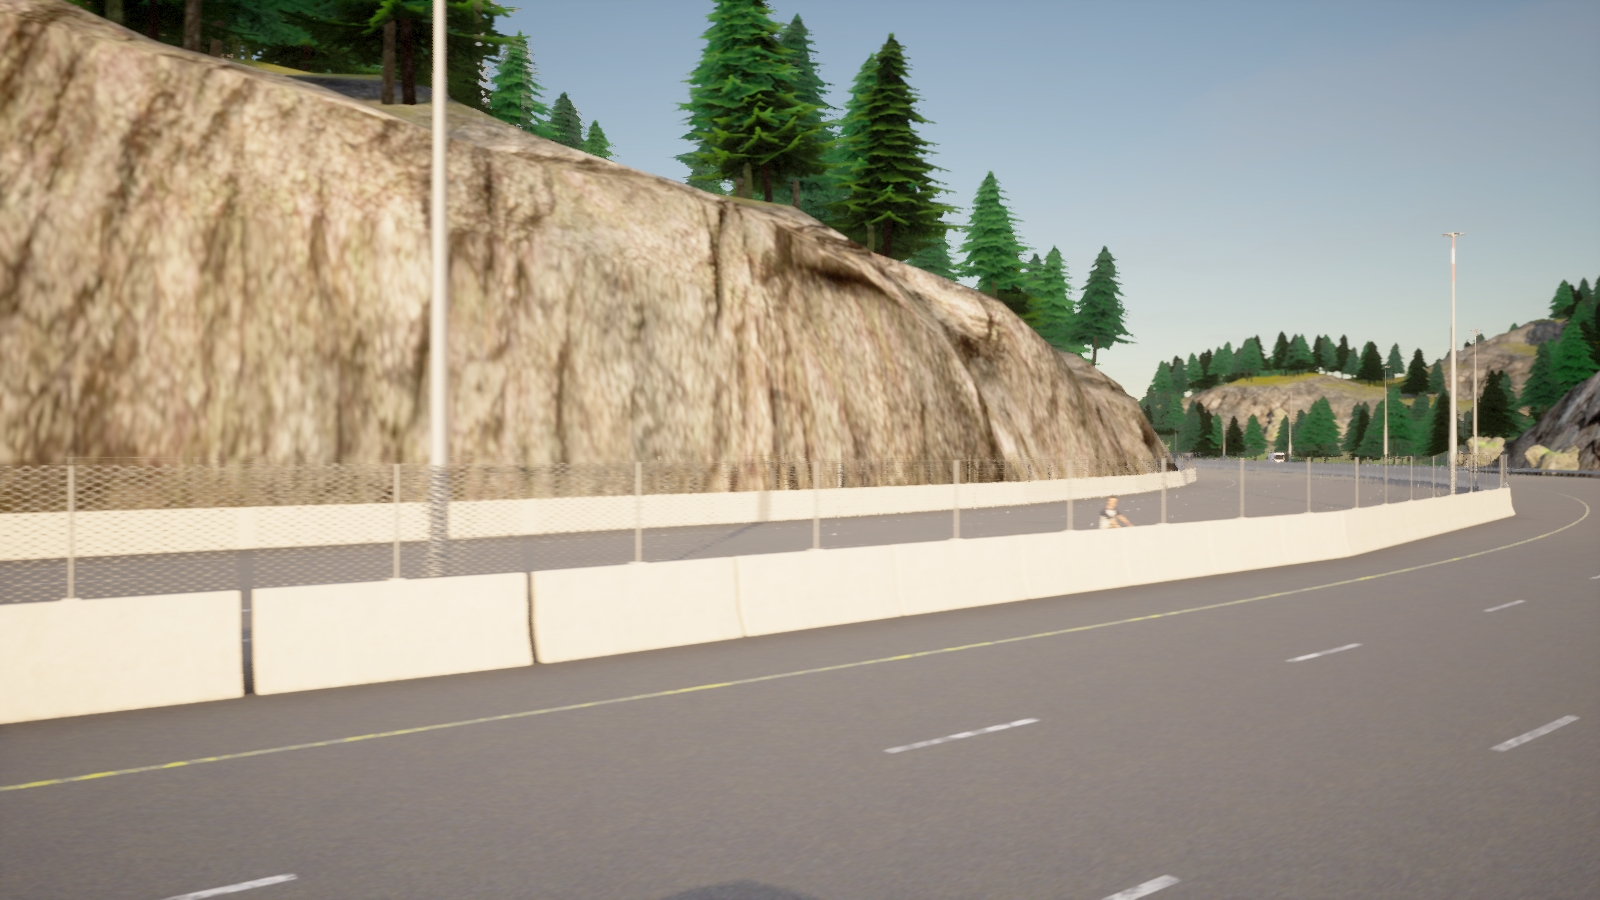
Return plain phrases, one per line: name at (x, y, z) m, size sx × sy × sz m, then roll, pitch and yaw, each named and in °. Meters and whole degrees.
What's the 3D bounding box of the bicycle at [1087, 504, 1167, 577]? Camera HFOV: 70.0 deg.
bicycle at (7.314, 2.044, 25.629) m, size 0.373 × 1.514 × 1.643 m, roll -6°, pitch -2°, yaw -36°
